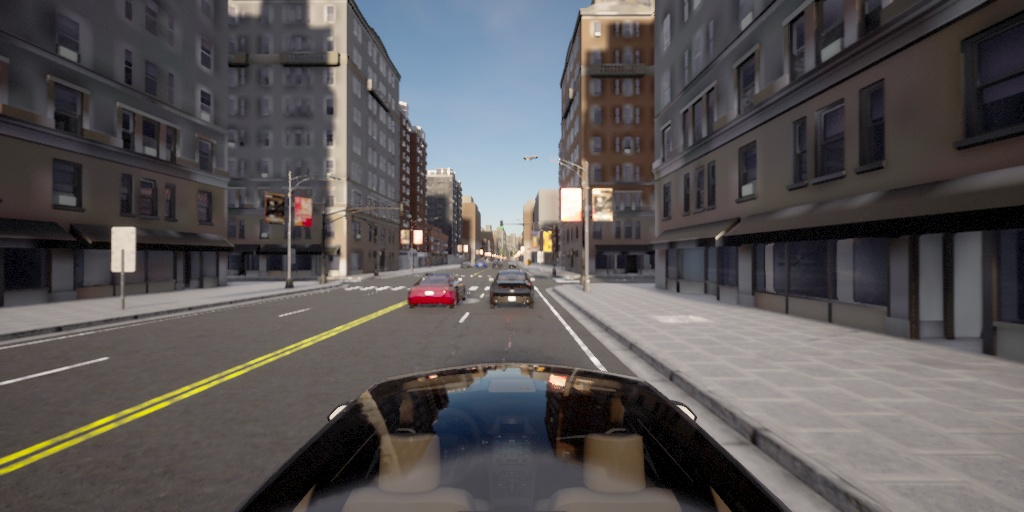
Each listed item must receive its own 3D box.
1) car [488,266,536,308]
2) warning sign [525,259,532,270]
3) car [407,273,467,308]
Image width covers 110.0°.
[{"bbox_3d":[-0.001,1.392,16.137,1.837,1.490,4.892,0,0,0],"label":"car"},{"bbox_3d":[2.836,1.418,61.614,1.300,1.860,1.060,0,0,0],"label":"warning sign"},{"bbox_3d":[-3.252,1.450,16.168,1.994,1.385,4.181,0,0,0],"label":"car"}]
